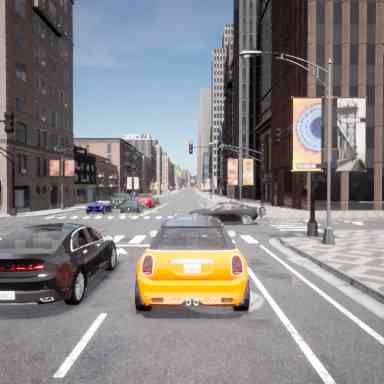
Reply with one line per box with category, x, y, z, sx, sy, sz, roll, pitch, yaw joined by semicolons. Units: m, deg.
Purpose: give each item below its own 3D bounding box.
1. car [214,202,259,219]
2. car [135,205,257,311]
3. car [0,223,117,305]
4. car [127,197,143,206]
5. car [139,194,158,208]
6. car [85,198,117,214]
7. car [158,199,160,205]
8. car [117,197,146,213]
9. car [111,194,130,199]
car;2.080;1.470;22.628;4.902;1.511;2.128;0;1;-11
car;0.013;1.351;7.909;2.097;1.767;4.553;0;0;0
car;-3.151;1.504;8.055;1.837;1.490;4.892;0;0;0
car;-9.813;1.592;57.840;1.994;1.385;4.181;0;0;0
car;-6.580;1.245;47.308;2.150;2.045;5.566;0;0;1
car;-9.840;1.616;35.585;1.895;1.301;4.718;0;0;0
car;-6.564;1.592;57.371;1.994;1.385;4.181;0;0;0
car;-6.591;1.580;36.743;1.994;1.385;4.181;0;0;0
car;-9.831;1.245;46.219;2.150;2.045;5.566;0;0;1
